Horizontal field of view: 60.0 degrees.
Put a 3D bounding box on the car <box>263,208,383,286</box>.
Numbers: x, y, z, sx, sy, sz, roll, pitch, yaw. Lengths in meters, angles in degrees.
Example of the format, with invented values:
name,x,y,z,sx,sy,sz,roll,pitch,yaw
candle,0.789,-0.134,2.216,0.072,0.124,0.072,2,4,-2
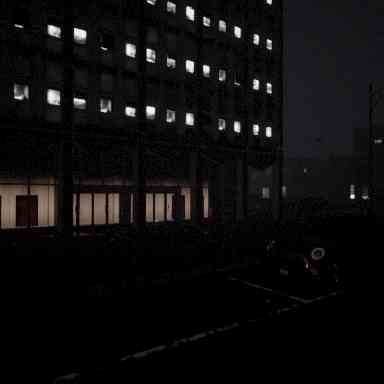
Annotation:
name,x,y,z,sx,sy,sz,roll,pitch,yaw
car,3.879,1.441,9.328,4.097,1.590,1.967,0,0,-36

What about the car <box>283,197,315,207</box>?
name,x,y,z,sx,sy,sz,roll,pitch,yaw
car,15.505,1.481,48.520,1.802,1.307,4.206,1,0,-35

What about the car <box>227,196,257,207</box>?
name,x,y,z,sx,sy,sz,roll,pitch,yaw
car,7.435,1.369,50.023,1.812,1.442,4.674,0,0,-34

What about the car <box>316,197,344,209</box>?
name,x,y,z,sx,sy,sz,roll,pitch,yaw
car,14.818,1.375,39.329,1.882,1.535,5.008,0,0,-35

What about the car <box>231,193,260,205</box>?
name,x,y,z,sx,sy,sz,roll,pitch,yaw
car,9.210,1.168,57.629,2.192,1.841,5.009,1,0,-35

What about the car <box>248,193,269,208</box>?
name,x,y,z,sx,sy,sz,roll,pitch,yaw
car,8.613,1.168,43.756,2.192,1.841,5.009,1,0,-35

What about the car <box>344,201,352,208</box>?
name,x,y,z,sx,sy,sz,roll,pitch,yaw
car,18.557,1.447,44.105,1.752,1.417,4.829,1,0,-35

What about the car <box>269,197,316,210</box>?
name,x,y,z,sx,sy,sz,roll,pitch,yaw
car,11.760,1.427,39.201,2.008,1.369,4.403,1,0,-35
